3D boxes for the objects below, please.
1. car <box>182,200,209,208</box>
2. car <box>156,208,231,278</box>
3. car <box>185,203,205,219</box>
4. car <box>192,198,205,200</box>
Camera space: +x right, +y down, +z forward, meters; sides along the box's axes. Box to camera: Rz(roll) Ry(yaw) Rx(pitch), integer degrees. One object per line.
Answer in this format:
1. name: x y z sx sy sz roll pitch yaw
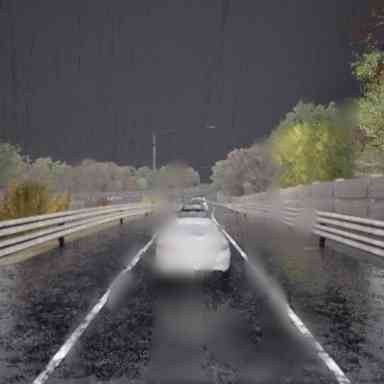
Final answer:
1. car: 0.096 1.476 22.020 2.128 1.511 4.902 0 -1 1
2. car: 0.008 1.407 9.593 1.812 1.442 4.674 0 0 -1
3. car: 0.361 1.784 31.933 1.812 1.442 4.674 0 -2 2
4. car: 0.864 1.790 41.430 2.150 2.045 5.566 0 -1 3
